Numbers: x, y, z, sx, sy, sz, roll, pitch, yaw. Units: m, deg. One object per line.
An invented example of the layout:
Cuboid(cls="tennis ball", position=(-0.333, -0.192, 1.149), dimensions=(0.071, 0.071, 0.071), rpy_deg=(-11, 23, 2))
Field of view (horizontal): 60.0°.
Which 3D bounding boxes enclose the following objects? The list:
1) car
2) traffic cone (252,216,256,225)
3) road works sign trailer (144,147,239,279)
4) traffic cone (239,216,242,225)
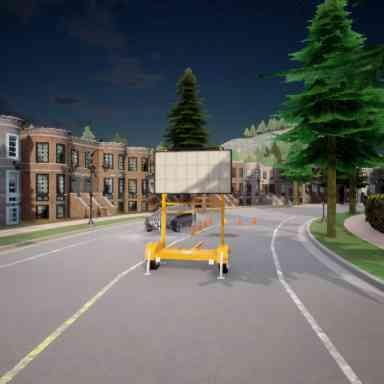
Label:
Cuboid(cls="car", position=(-1.183, 1.505, 19.782), dimensions=(1.837, 1.490, 4.892), rpy_deg=(0, 0, 17))
Cuboid(cls="traffic cone", position=(4.240, 1.955, 22.582), dimensions=(0.340, 0.580, 0.340), rpy_deg=(0, 0, 12))
Cuboid(cls="road works sign trailer", position=(0.057, 0.464, 10.180), dimensions=(2.380, 3.560, 2.880), rpy_deg=(0, 0, 12))
Cuboid(cls="traffic cone", position=(3.263, 1.954, 22.789), dimensions=(0.340, 0.580, 0.340), rpy_deg=(0, 0, 12))
